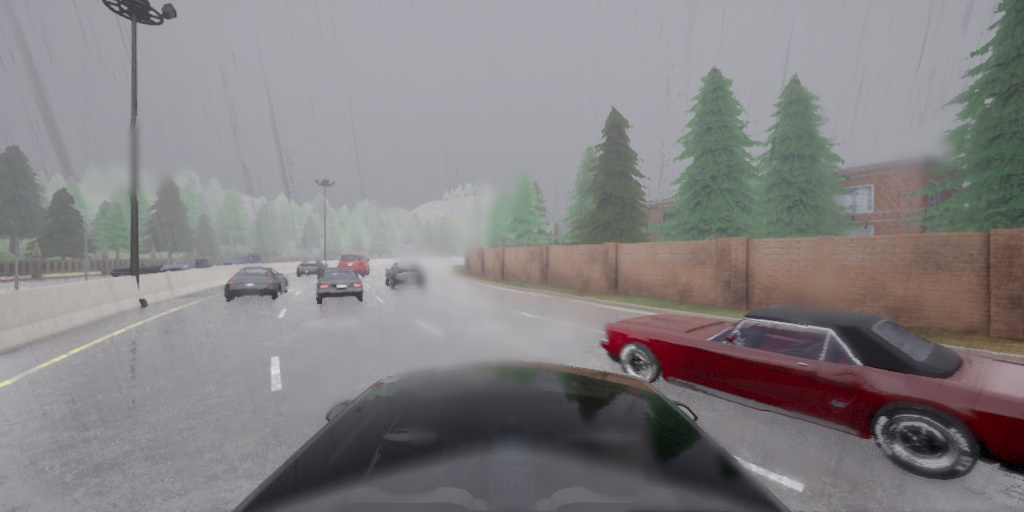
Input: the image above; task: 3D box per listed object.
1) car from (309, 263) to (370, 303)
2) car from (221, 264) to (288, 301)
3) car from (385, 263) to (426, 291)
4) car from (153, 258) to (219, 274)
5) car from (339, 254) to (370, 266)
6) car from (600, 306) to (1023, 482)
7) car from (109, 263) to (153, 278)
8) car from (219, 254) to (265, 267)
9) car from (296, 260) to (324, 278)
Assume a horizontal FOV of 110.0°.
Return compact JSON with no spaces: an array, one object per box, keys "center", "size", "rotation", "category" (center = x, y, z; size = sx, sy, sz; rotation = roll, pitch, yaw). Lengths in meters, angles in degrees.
[{"center":[-7.959,1.243,16.540],"size":[2.033,1.411,5.357],"rotation":[0,0,-27],"category":"car"},{"center":[-12.104,1.251,17.208],"size":[1.994,1.385,4.181],"rotation":[0,0,-26],"category":"car"},{"center":[-6.473,1.173,21.618],"size":[2.128,1.511,4.902],"rotation":[0,0,-25],"category":"car"},{"center":[-28.879,0.976,31.980],"size":[2.097,1.767,4.553],"rotation":[0,0,-15],"category":"car"},{"center":[-14.487,0.858,33.049],"size":[2.150,2.045,5.566],"rotation":[0,0,-16],"category":"car"},{"center":[3.560,1.345,4.834],"size":[1.895,1.301,4.718],"rotation":[0,0,-37],"category":"car"},{"center":[-32.342,1.224,31.366],"size":[1.895,1.301,4.718],"rotation":[0,0,-15],"category":"car"},{"center":[-25.942,0.832,34.531],"size":[2.150,2.045,5.566],"rotation":[0,0,-14],"category":"car"},{"center":[-17.879,1.124,32.358],"size":[2.128,1.511,4.902],"rotation":[0,0,-16],"category":"car"}]
